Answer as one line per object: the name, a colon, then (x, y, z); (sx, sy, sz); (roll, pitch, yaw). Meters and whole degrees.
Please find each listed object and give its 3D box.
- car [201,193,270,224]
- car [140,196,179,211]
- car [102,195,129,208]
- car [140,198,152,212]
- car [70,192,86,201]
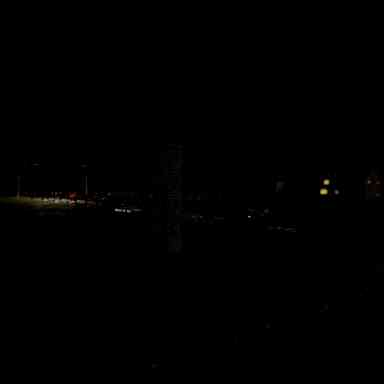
car: (2.868, 1.084, 23.358); (2.150, 2.045, 5.566); (1, 0, -36)
car: (-3.681, 1.235, 37.283); (2.128, 1.511, 4.902); (1, 0, -36)
car: (-9.170, 1.141, 39.797); (2.128, 1.511, 4.902); (1, 0, -36)
car: (-3.051, 1.360, 31.427); (1.895, 1.301, 4.718); (1, 0, -36)
car: (-20.611, 0.784, 60.379); (2.097, 1.767, 4.553); (1, 0, -35)
